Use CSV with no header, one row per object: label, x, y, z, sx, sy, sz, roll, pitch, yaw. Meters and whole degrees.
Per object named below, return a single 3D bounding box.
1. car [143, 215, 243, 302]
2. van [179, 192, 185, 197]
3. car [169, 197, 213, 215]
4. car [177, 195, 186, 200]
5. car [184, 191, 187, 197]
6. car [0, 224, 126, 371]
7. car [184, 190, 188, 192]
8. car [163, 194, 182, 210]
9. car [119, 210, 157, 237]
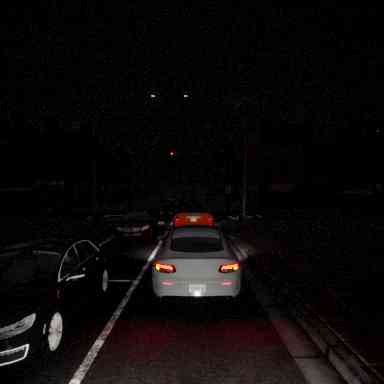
car,0.090,1.523,8.123,1.812,1.442,4.674,0,0,0
van,-2.748,1.359,65.658,1.690,1.788,3.998,-1,0,0
car,0.076,1.353,18.086,2.097,1.767,4.553,0,0,0
car,-2.768,1.429,87.822,2.008,1.369,4.403,-1,0,0
car,-2.755,1.307,71.201,2.192,1.841,5.009,-1,0,0
car,-2.666,1.548,5.830,2.008,1.369,4.403,-2,0,0
car,-2.777,1.131,93.371,2.192,1.841,5.009,-1,1,0
car,-2.721,1.483,43.502,1.967,1.590,4.097,-2,0,0
car,-2.680,1.582,16.724,1.802,1.307,4.206,-2,0,0
